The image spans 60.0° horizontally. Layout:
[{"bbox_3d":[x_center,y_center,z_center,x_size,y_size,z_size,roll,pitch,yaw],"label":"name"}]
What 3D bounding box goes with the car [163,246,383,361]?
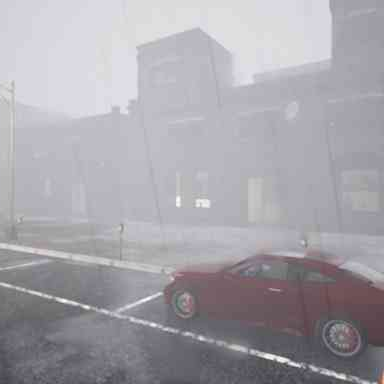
[{"bbox_3d":[1.450,1.608,5.750,4.206,1.307,1.802,0,0,33],"label":"car"}]
